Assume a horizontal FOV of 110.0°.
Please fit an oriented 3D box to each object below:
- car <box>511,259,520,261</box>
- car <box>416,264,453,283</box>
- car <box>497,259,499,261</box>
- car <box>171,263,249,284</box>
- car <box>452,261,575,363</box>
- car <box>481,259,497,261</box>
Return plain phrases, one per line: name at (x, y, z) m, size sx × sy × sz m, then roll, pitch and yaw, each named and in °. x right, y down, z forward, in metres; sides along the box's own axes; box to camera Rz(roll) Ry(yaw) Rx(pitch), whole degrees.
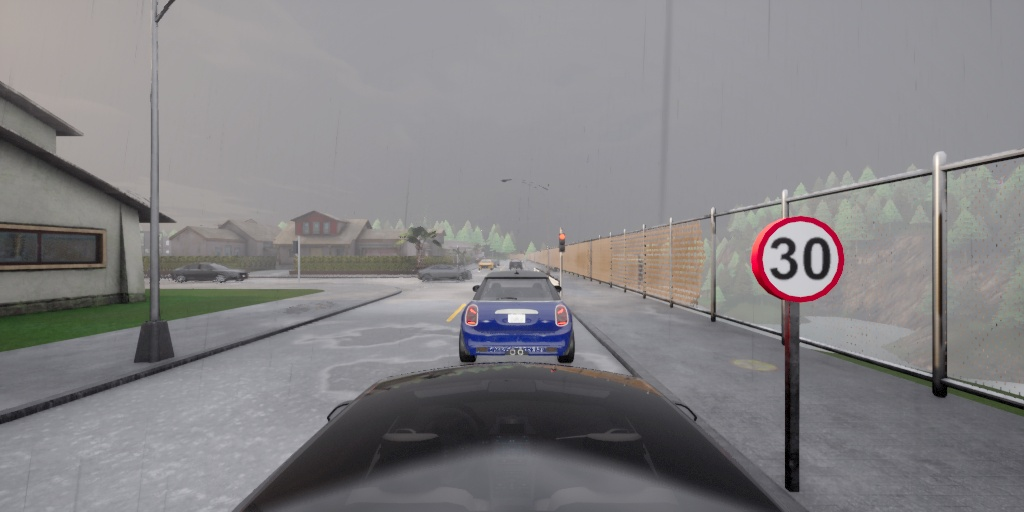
car at (0.583, 1.227, 56.165) m, size 1.882 × 1.535 × 5.008 m, roll 0°, pitch 0°, yaw 0°
car at (-5.254, 1.314, 27.814) m, size 4.181 × 1.385 × 1.994 m, roll 0°, pitch 0°, yaw -19°
car at (-3.558, 1.255, 60.650) m, size 1.837 × 1.490 × 4.892 m, roll 0°, pitch 0°, yaw 1°
car at (-22.374, 1.257, 26.665) m, size 4.892 × 1.490 × 1.837 m, roll -1°, pitch 0°, yaw 1°
car at (0.115, 1.102, 8.332) m, size 2.097 × 1.767 × 4.553 m, roll 0°, pitch 0°, yaw 1°
car at (-3.661, 1.227, 51.200) m, size 1.882 × 1.535 × 5.008 m, roll 0°, pitch 0°, yaw 1°
